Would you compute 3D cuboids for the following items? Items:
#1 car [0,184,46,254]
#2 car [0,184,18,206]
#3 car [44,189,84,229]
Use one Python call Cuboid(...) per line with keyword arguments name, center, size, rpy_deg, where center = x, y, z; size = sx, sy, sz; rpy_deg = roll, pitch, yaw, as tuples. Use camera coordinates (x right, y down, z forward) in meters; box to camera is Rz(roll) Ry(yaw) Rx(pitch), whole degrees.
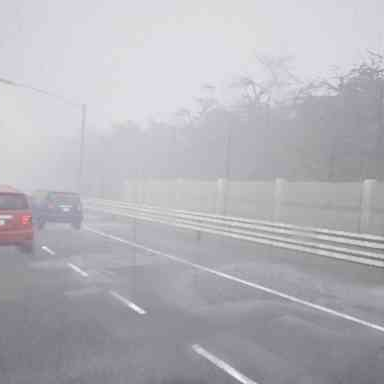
Cuboid(name="car", center=(-7.016, 0.862, 11.453), size=(2.150, 2.045, 5.566), rpy_deg=(4, -1, -37))
Cuboid(name="car", center=(-19.935, 0.206, 34.643), size=(2.150, 2.045, 5.566), rpy_deg=(4, -1, -37))
Cuboid(name="car", center=(-7.782, 0.868, 18.440), size=(2.150, 2.045, 5.566), rpy_deg=(4, -1, -37))
